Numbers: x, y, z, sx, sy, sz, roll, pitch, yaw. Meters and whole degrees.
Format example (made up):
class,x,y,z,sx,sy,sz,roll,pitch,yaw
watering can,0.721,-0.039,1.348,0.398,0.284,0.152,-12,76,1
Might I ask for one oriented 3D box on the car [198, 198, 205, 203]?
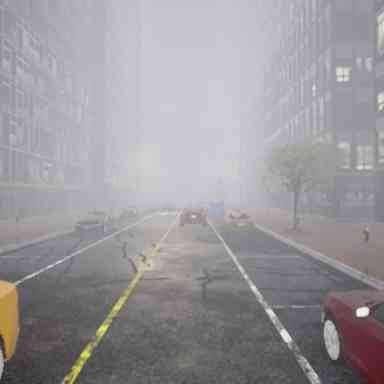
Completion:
class,x,y,z,sx,sy,sz,roll,pitch,yaw
car,2.710,2.393,94.330,1.752,1.417,4.829,0,0,0

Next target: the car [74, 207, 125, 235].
class,x,y,z,sx,sy,sz,roll,pitch,yaw
car,-5.688,1.761,20.100,2.008,1.369,4.403,0,-1,0

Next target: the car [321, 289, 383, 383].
class,x,y,z,sx,sy,sz,roll,pitch,yaw
car,2.688,1.579,3.007,1.887,1.381,4.507,0,-1,0

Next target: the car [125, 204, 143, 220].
class,x,y,z,sx,sy,sz,roll,pitch,yaw
car,-5.685,1.873,31.494,2.008,1.369,4.403,0,-1,0

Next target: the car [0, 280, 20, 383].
class,x,y,z,sx,sy,sz,roll,pitch,yaw
car,-3.101,1.502,2.135,1.882,1.535,5.008,0,-1,0

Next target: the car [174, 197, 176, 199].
class,x,y,z,sx,sy,sz,roll,pitch,yaw
car,-5.670,2.447,94.162,1.802,1.307,4.206,0,0,0

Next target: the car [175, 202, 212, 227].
class,x,y,z,sx,sy,sz,roll,pitch,yaw
car,0.106,1.766,25.311,2.163,1.488,4.792,0,-1,0

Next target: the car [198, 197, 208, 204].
class,x,y,z,sx,sy,sz,roll,pitch,yaw
car,2.708,2.092,82.768,2.192,1.841,5.009,0,0,0

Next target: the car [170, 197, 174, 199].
class,x,y,z,sx,sy,sz,roll,pitch,yaw
car,-5.674,2.314,77.072,1.802,1.307,4.206,0,0,0

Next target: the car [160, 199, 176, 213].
class,x,y,z,sx,sy,sz,roll,pitch,yaw
car,-3.078,2.002,43.817,1.994,1.385,4.181,0,-1,0

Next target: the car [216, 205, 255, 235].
class,x,y,z,sx,sy,sz,roll,pitch,yaw
car,2.692,1.738,20.268,1.752,1.417,4.829,0,-1,0

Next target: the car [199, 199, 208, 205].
class,x,y,z,sx,sy,sz,roll,pitch,yaw
car,2.706,2.277,77.070,1.887,1.381,4.507,0,0,0

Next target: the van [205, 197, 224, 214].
class,x,y,z,sx,sy,sz,roll,pitch,yaw
van,2.697,1.718,37.191,1.690,1.788,3.998,0,-1,0

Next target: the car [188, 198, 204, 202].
class,x,y,z,sx,sy,sz,roll,pitch,yaw
car,0.109,1.931,42.705,2.163,1.488,4.792,0,-1,0
